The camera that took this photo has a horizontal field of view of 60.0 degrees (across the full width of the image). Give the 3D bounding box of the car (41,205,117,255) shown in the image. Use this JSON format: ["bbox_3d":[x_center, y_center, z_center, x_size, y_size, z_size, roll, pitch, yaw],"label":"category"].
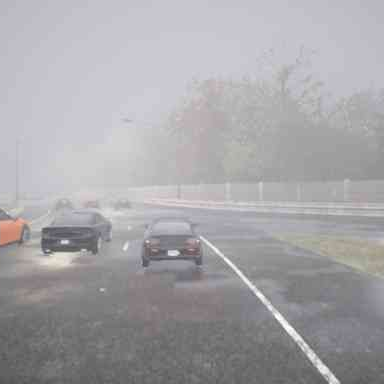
[{"bbox_3d":[-4.432,1.494,13.418,1.882,1.535,5.008,0,0,-6],"label":"car"}]

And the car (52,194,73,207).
[{"bbox_3d":[-16.928,1.413,43.767,2.097,1.767,4.553,0,0,-24],"label":"car"}]

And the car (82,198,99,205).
[{"bbox_3d":[-14.063,1.528,45.948,1.882,1.535,5.008,0,0,-24],"label":"car"}]

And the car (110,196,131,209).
[{"bbox_3d":[-9.552,1.386,44.397,2.097,1.767,4.553,0,0,-23],"label":"car"}]

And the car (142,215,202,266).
[{"bbox_3d":[-0.727,1.528,11.520,1.812,1.442,4.674,0,0,-5],"label":"car"}]

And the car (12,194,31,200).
[{"bbox_3d":[-39.127,1.312,75.386,4.553,1.767,2.097,0,0,42],"label":"car"}]

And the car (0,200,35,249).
[{"bbox_3d":[-8.052,1.381,12.877,2.097,1.767,4.553,0,0,-7],"label":"car"}]

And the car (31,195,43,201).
[{"bbox_3d":[-36.690,1.447,77.897,4.892,1.490,1.837,0,0,42],"label":"car"}]

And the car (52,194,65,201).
[{"bbox_3d":[-32.309,1.287,80.198,2.097,1.767,4.553,0,0,-33],"label":"car"}]
